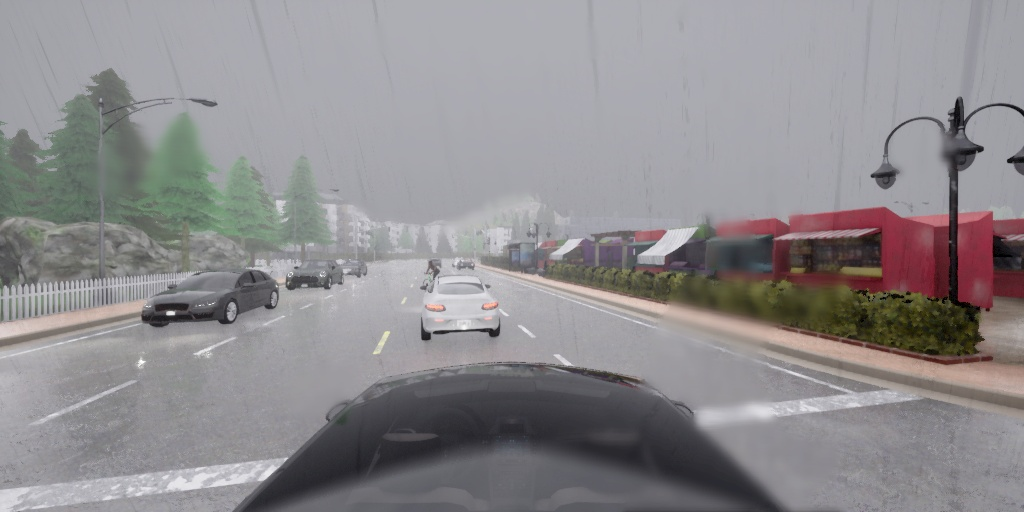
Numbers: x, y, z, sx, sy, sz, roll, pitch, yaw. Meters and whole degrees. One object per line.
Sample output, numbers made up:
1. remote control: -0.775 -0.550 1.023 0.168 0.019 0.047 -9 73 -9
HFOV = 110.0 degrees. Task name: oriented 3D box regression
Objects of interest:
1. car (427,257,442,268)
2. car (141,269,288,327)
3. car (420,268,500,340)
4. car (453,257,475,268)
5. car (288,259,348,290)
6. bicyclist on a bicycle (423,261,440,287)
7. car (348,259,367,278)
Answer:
1. car: -10.959 0.898 50.798 1.837 1.490 4.892 0 0 -13
2. car: -9.210 1.190 11.466 1.837 1.490 4.892 0 0 -13
3. car: -1.494 1.225 9.769 1.812 1.442 4.674 0 0 -12
4. car: -5.712 1.047 43.749 1.895 1.301 4.718 0 0 -13
5. car: -11.433 0.965 21.062 2.097 1.767 4.553 0 0 -13
6. bicyclist on a bicycle: -4.349 1.078 19.612 0.582 1.620 1.656 0 1 25
7. car: -13.652 1.033 30.679 2.128 1.511 4.902 0 0 -13
